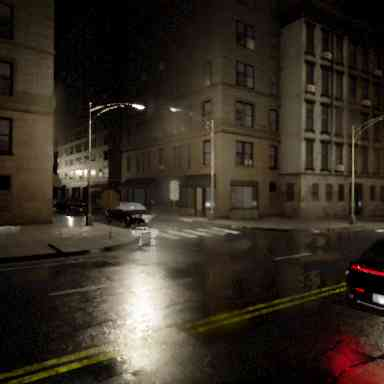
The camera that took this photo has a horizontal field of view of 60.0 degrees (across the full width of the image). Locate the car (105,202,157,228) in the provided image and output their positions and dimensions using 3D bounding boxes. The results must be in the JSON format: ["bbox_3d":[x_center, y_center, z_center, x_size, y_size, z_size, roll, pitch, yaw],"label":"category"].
[{"bbox_3d":[-4.083,1.426,21.790,2.128,1.511,4.902,1,0,-36],"label":"car"}]

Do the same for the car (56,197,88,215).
[{"bbox_3d":[-11.328,1.294,31.398,1.882,1.535,5.008,1,0,-37],"label":"car"}]

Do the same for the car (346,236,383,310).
[{"bbox_3d":[5.211,1.575,7.019,4.892,1.490,1.837,0,0,-35],"label":"car"}]
